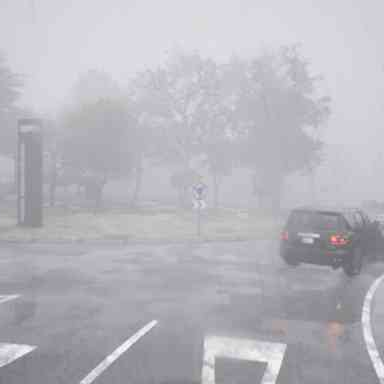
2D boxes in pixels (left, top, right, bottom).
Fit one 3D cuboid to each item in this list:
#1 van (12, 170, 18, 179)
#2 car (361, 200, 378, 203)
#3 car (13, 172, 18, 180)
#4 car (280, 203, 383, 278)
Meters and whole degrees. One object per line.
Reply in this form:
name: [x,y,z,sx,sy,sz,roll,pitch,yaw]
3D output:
van: [-42.621,-3.903,84.885,1.878,1.987,4.442,6,4,25]
car: [25.474,1.849,47.114,4.902,1.511,2.128,3,1,-43]
car: [-40.622,-3.335,82.487,1.946,1.575,5.366,7,5,25]
car: [5.097,1.541,11.736,2.150,2.045,5.566,1,0,40]
